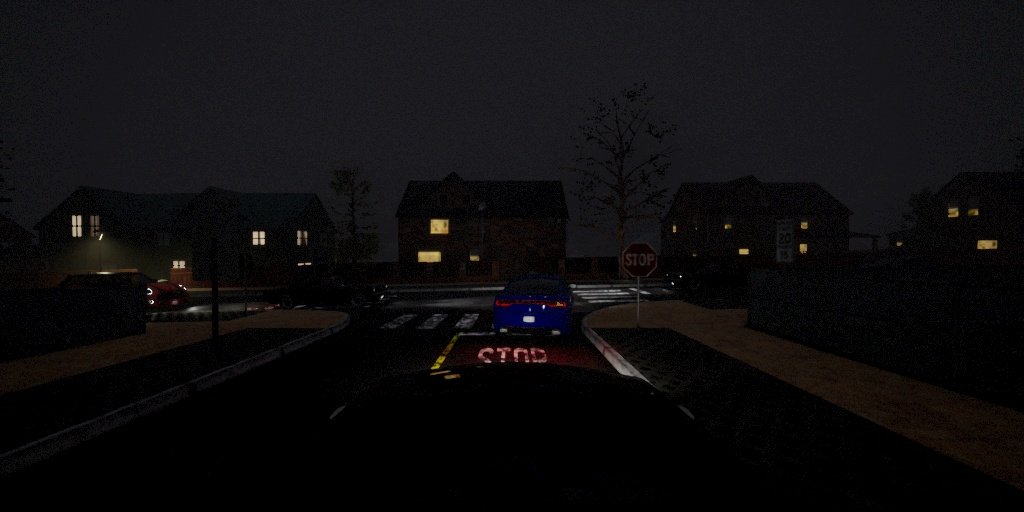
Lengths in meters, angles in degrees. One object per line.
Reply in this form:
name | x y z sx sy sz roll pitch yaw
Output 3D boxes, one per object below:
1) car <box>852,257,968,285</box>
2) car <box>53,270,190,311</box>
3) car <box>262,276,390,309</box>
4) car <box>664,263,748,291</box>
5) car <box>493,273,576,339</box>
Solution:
car | 20.061 0.753 18.413 5.357 1.411 2.033 -1 1 0
car | -16.795 1.472 15.452 4.553 1.767 2.097 -1 1 0
car | -7.807 1.506 15.457 4.718 1.301 1.895 -1 1 0
car | 10.416 1.034 18.380 4.718 1.301 1.895 -1 1 -1
car | 0.789 1.226 10.247 1.882 1.535 5.008 0 0 10
